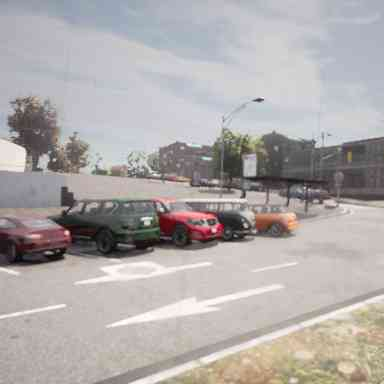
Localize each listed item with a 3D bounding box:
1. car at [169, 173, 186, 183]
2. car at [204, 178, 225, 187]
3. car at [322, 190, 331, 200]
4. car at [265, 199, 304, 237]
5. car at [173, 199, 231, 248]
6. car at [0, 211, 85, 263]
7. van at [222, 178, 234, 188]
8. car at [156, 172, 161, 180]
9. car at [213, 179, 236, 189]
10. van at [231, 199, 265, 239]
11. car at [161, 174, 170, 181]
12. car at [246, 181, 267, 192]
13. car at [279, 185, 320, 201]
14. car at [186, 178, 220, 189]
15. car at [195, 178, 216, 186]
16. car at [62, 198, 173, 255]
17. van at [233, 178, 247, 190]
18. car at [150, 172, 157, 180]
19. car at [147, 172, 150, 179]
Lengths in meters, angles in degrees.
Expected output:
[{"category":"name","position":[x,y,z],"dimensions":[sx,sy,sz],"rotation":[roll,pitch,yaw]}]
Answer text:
[{"category":"car","position":[-2.243,-2.946,77.136],"dimensions":[1.946,1.575,5.366],"rotation":[7,3,34]},{"category":"car","position":[4.617,-1.813,67.172],"dimensions":[2.002,1.452,4.674],"rotation":[7,3,35]},{"category":"car","position":[18.439,0.368,47.447],"dimensions":[2.002,1.452,4.674],"rotation":[7,3,35]},{"category":"car","position":[3.595,1.468,18.923],"dimensions":[4.553,1.767,2.185],"rotation":[-1,-1,35]},{"category":"car","position":[-1.345,1.297,15.494],"dimensions":[5.566,2.045,2.435],"rotation":[-1,-1,35]},{"category":"car","position":[-6.281,1.543,12.022],"dimensions":[4.674,1.452,2.002],"rotation":[-1,-1,35]},{"category":"van","position":[8.031,-1.534,62.126],"dimensions":[1.878,1.987,4.442],"rotation":[7,3,35]},{"category":"car","position":[-5.894,-3.622,81.857],"dimensions":[2.185,1.767,4.553],"rotation":[6,2,34]},{"category":"car","position":[6.452,-1.581,64.855],"dimensions":[1.946,1.575,5.366],"rotation":[7,3,35]},{"category":"van","position":[1.190,1.344,17.169],"dimensions":[4.442,1.987,1.878],"rotation":[-1,-1,35]},{"category":"car","position":[-4.096,-3.470,79.394],"dimensions":[2.435,2.045,5.566],"rotation":[7,3,34]},{"category":"car","position":[11.525,-0.762,57.296],"dimensions":[2.231,1.521,4.892],"rotation":[7,3,35]},{"category":"car","position":[12.680,0.270,40.350],"dimensions":[1.812,1.442,4.674],"rotation":[3,4,-36]},{"category":"car","position":[1.819,-1.404,55.501],"dimensions":[2.033,1.411,5.357],"rotation":[3,4,-36]},{"category":"car","position":[2.872,-2.087,69.632],"dimensions":[2.002,1.452,4.674],"rotation":[7,3,35]},{"category":"car","position":[-3.855,1.275,13.785],"dimensions":[5.566,2.045,2.435],"rotation":[-1,-1,35]},{"category":"van","position":[9.763,-1.261,59.657],"dimensions":[1.878,1.987,4.442],"rotation":[7,3,35]},{"category":"car","position":[-7.627,-3.857,84.324],"dimensions":[2.185,1.767,4.553],"rotation":[4,1,33]},{"category":"car","position":[-9.402,-4.135,86.670],"dimensions":[2.435,2.045,5.566],"rotation":[1,-2,34]}]
